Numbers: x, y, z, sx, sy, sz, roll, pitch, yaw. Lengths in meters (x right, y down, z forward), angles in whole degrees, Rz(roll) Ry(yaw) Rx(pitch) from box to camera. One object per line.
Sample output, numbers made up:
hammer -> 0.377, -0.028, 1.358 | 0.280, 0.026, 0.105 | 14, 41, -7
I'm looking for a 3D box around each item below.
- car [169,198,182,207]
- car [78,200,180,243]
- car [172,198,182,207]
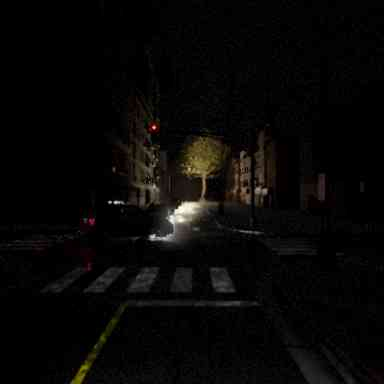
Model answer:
car -> -2.773, 1.754, 56.744 | 1.837, 1.490, 4.892 | 0, 0, 0
car -> -3.213, 1.420, 16.654 | 4.553, 1.767, 2.097 | 1, -1, -33
car -> -2.835, 1.765, 46.421 | 1.994, 1.385, 4.181 | 0, 0, 0
